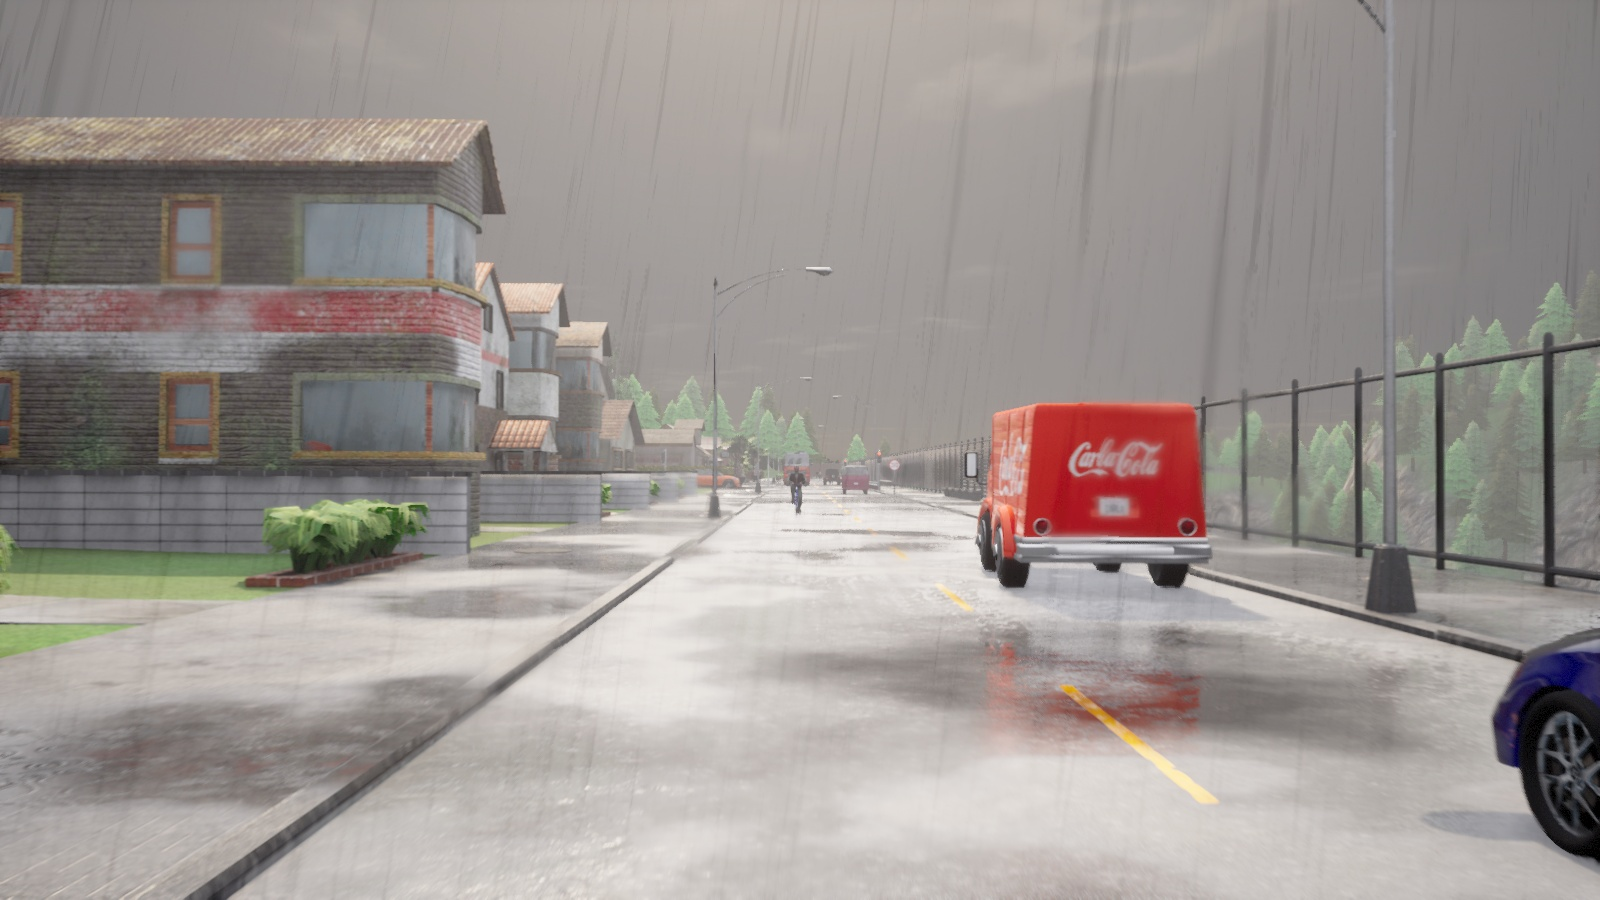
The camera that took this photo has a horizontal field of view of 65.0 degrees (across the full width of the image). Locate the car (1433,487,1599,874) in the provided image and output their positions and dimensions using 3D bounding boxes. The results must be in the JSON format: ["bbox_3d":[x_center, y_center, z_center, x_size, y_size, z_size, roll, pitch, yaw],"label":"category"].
[{"bbox_3d":[3.990,0.879,3.996,1.816,1.474,4.193,0,-1,0],"label":"car"}]

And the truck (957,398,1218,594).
[{"bbox_3d":[3.953,0.621,18.456,2.627,2.467,5.204,0,-1,0],"label":"truck"}]

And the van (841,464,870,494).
[{"bbox_3d":[3.787,2.001,86.534,1.775,1.987,4.442,0,-1,0],"label":"van"}]
